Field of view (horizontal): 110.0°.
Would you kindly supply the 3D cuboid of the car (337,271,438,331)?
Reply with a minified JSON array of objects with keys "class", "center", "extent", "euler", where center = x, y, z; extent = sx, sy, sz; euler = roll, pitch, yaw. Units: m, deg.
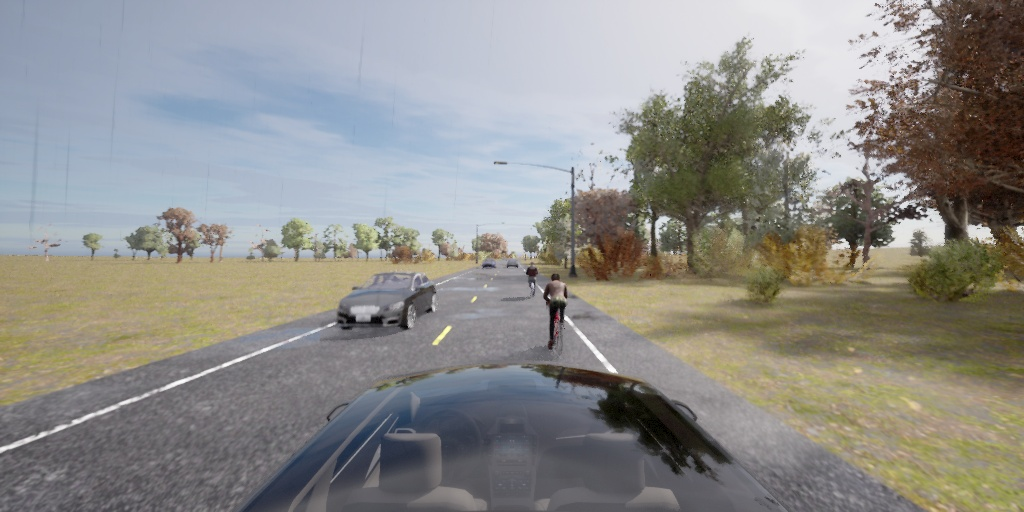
[{"class":"car","center":[-3.600,1.243,11.137],"extent":[2.128,1.511,4.902],"euler":[0,0,0]}]

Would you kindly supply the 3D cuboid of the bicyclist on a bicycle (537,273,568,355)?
[{"class":"bicyclist on a bicycle","center":[0.962,1.204,7.774],"extent":[0.582,1.620,1.656],"euler":[0,0,0]}]

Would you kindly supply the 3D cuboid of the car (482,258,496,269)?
[{"class":"car","center":[-3.581,1.113,56.345],"extent":[2.097,1.767,4.553],"euler":[0,0,0]}]

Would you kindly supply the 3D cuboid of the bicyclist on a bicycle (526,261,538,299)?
[{"class":"bicyclist on a bicycle","center":[0.961,1.124,17.162],"extent":[0.659,1.776,1.843],"euler":[0,0,0]}]

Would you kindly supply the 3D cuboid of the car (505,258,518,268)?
[{"class":"car","center":[0.093,1.327,62.103],"extent":[1.994,1.385,4.181],"euler":[0,0,0]}]
